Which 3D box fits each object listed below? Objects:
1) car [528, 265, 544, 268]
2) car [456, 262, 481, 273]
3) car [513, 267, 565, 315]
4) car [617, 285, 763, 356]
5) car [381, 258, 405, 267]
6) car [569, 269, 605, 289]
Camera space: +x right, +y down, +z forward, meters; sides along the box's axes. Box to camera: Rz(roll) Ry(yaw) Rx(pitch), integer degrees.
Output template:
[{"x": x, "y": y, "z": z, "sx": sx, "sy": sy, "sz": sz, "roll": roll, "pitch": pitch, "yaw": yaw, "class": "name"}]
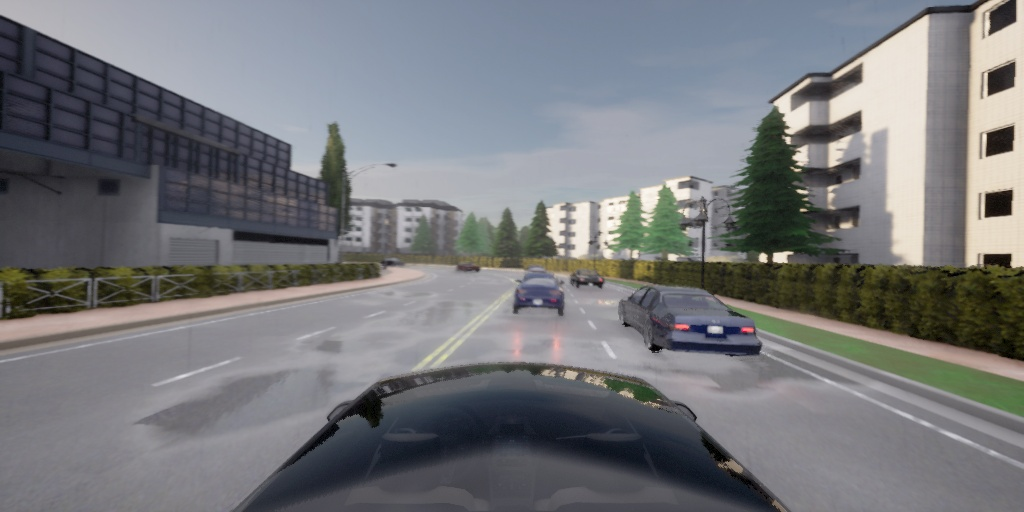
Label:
[{"x": 1.903, "y": 1.478, "z": 29.215, "sx": 1.812, "sy": 1.442, "sz": 4.674, "roll": 2, "pitch": 0, "yaw": -1, "class": "car"}, {"x": -5.480, "y": 1.430, "z": 45.055, "sx": 1.895, "sy": 1.301, "sz": 4.718, "roll": 2, "pitch": 0, "yaw": -25, "class": "car"}, {"x": 1.094, "y": 1.374, "z": 14.187, "sx": 1.812, "sy": 1.442, "sz": 4.674, "roll": 2, "pitch": 0, "yaw": 6, "class": "car"}, {"x": 4.089, "y": 1.454, "z": 9.246, "sx": 2.033, "sy": 1.411, "sz": 5.357, "roll": 2, "pitch": 0, "yaw": 6, "class": "car"}, {"x": -19.161, "y": 0.989, "z": 57.857, "sx": 5.008, "sy": 1.535, "sz": 1.882, "roll": 1, "pitch": -1, "yaw": 42, "class": "car"}, {"x": 5.398, "y": 1.637, "z": 26.466, "sx": 1.895, "sy": 1.301, "sz": 4.718, "roll": 2, "pitch": 0, "yaw": 2, "class": "car"}]
